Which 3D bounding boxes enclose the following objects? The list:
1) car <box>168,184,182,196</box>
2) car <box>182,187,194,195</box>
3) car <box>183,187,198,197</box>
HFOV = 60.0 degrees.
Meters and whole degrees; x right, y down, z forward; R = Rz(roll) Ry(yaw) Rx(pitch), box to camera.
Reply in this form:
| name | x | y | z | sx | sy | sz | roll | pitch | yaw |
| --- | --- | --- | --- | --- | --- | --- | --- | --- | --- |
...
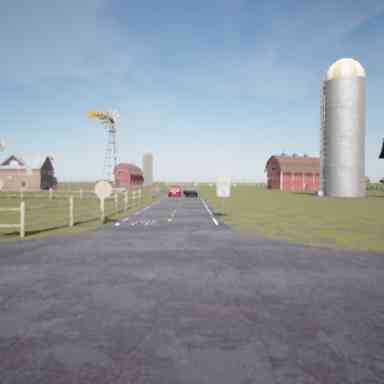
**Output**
| name | x | y | z | sx | sy | sz | roll | pitch | yaw |
| --- | --- | --- | --- | --- | --- | --- | --- | --- | --- |
| car | -3.006 | -0.324 | 58.022 | 2.150 | 2.045 | 5.566 | 0 | 2 | -2 |
| car | -0.735 | -0.235 | 64.069 | 1.882 | 1.535 | 5.008 | 0 | 2 | -6 |
| car | -0.069 | 0.045 | 53.963 | 1.882 | 1.535 | 5.008 | 0 | 2 | -2 |
